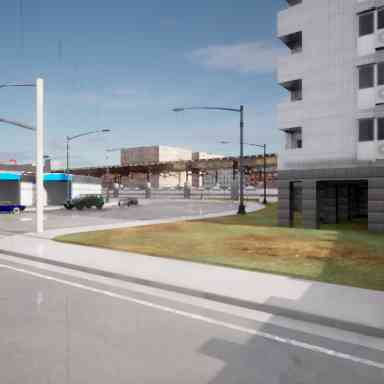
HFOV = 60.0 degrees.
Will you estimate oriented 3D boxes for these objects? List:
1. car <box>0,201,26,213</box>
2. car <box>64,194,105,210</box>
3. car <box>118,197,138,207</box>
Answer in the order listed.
[{"bbox_3d":[-19.701,1.601,33.931,1.895,1.301,4.718,0,0,37],"label":"car"},{"bbox_3d":[-13.741,1.222,42.781,2.150,2.045,5.566,0,0,28],"label":"car"},{"bbox_3d":[-10.056,1.491,52.513,2.128,1.511,4.902,0,0,13],"label":"car"}]
